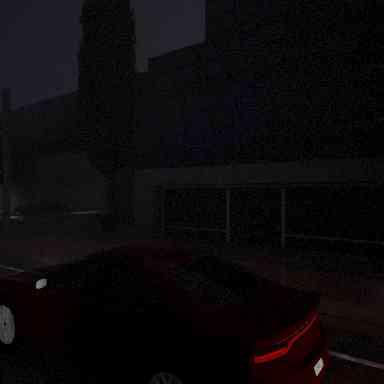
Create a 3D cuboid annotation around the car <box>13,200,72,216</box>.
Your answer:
[{"bbox_3d":[-14.661,1.547,32.977,2.033,1.411,5.357,0,0,36],"label":"car"}]

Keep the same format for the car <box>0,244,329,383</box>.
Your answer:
[{"bbox_3d":[-0.825,1.478,4.576,5.008,1.535,1.882,0,0,35],"label":"car"}]

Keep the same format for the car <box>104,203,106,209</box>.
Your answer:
[{"bbox_3d":[-8.666,1.491,41.341,2.128,1.511,4.902,0,0,36],"label":"car"}]
